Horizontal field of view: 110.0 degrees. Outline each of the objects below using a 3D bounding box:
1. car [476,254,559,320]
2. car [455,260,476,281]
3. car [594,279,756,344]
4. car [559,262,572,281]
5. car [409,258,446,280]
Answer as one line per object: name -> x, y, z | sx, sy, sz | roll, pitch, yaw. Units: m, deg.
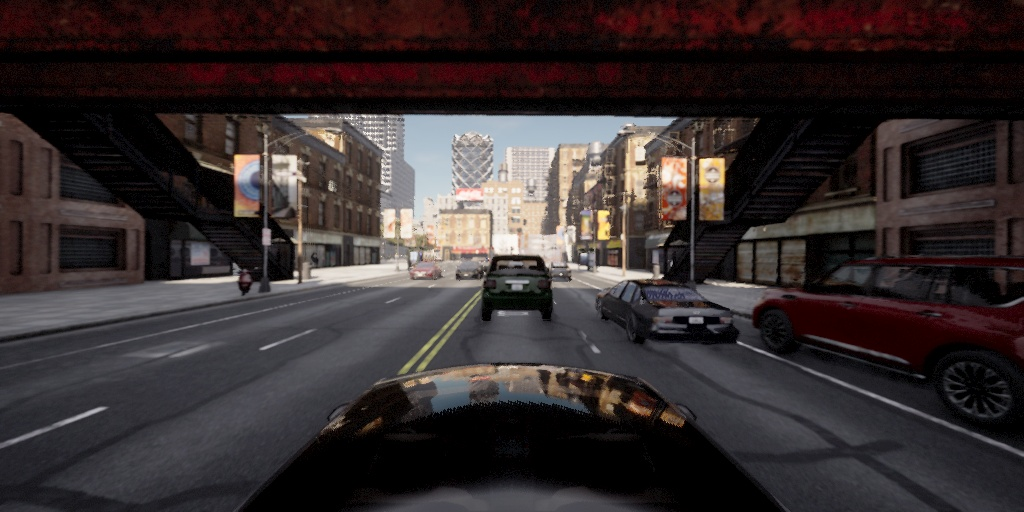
car -> 0.165, 0.949, 12.638 | 2.150, 2.045, 5.566 | 0, 0, 0
car -> -3.426, 1.141, 29.403 | 1.882, 1.535, 5.008 | 0, 0, 0
car -> 3.643, 1.308, 9.573 | 2.033, 1.411, 5.357 | 0, 0, 0
car -> 3.774, 1.209, 29.925 | 2.128, 1.511, 4.902 | 0, 0, 0
car -> -6.926, 1.163, 29.349 | 1.812, 1.442, 4.674 | 0, 0, 0
